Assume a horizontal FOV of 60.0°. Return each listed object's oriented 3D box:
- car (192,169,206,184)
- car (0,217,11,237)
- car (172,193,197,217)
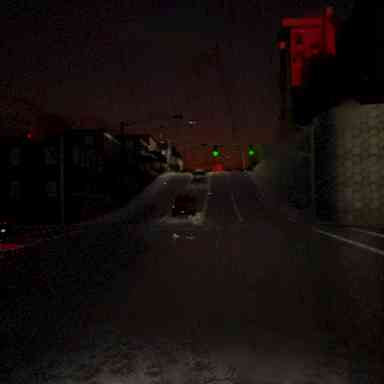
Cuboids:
[{"bbox_3d":[1.238,-2.734,58.142,2.150,2.045,5.566,-1,11,5],"label":"car"},{"bbox_3d":[-12.930,1.981,19.146,4.892,1.490,1.837,-1,0,12],"label":"car"},{"bbox_3d":[-0.659,1.291,33.487,2.150,2.045,5.566,-1,4,5],"label":"car"}]
